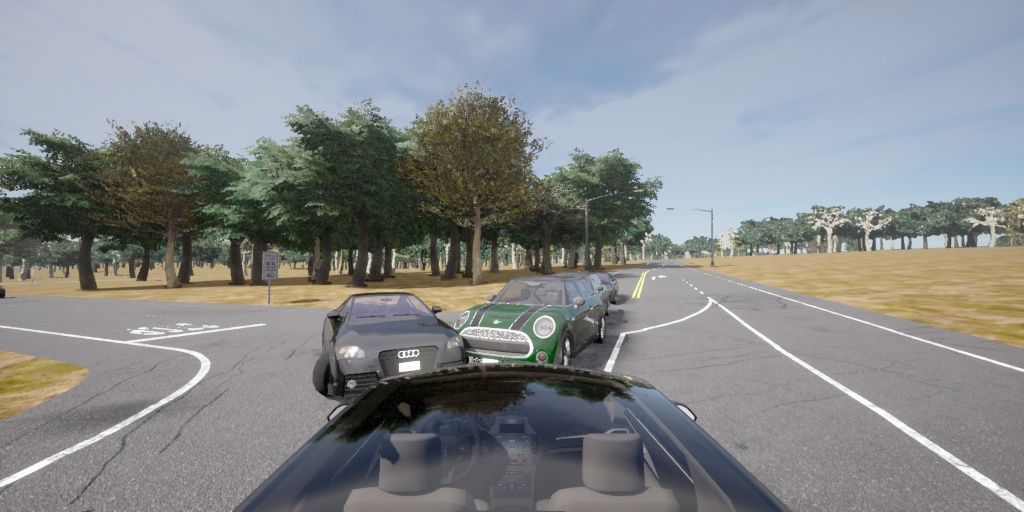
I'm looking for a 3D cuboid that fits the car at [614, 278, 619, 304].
[{"bbox_3d":[4.217,1.509,17.861,1.994,1.385,4.181,-1,0,19],"label":"car"}]

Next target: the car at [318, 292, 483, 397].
[{"bbox_3d":[-2.354,1.376,6.616,1.994,1.385,4.181,1,-2,-29],"label":"car"}]

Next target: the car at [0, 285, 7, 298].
[{"bbox_3d":[-40.860,2.561,27.378,4.181,1.385,1.994,-2,-3,22],"label":"car"}]

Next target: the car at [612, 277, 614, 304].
[{"bbox_3d":[2.024,1.344,12.134,2.097,1.767,4.553,-1,-1,21],"label":"car"}]

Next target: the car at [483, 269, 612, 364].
[{"bbox_3d":[0.617,1.218,7.821,2.097,1.767,4.553,-1,-2,26],"label":"car"}]
